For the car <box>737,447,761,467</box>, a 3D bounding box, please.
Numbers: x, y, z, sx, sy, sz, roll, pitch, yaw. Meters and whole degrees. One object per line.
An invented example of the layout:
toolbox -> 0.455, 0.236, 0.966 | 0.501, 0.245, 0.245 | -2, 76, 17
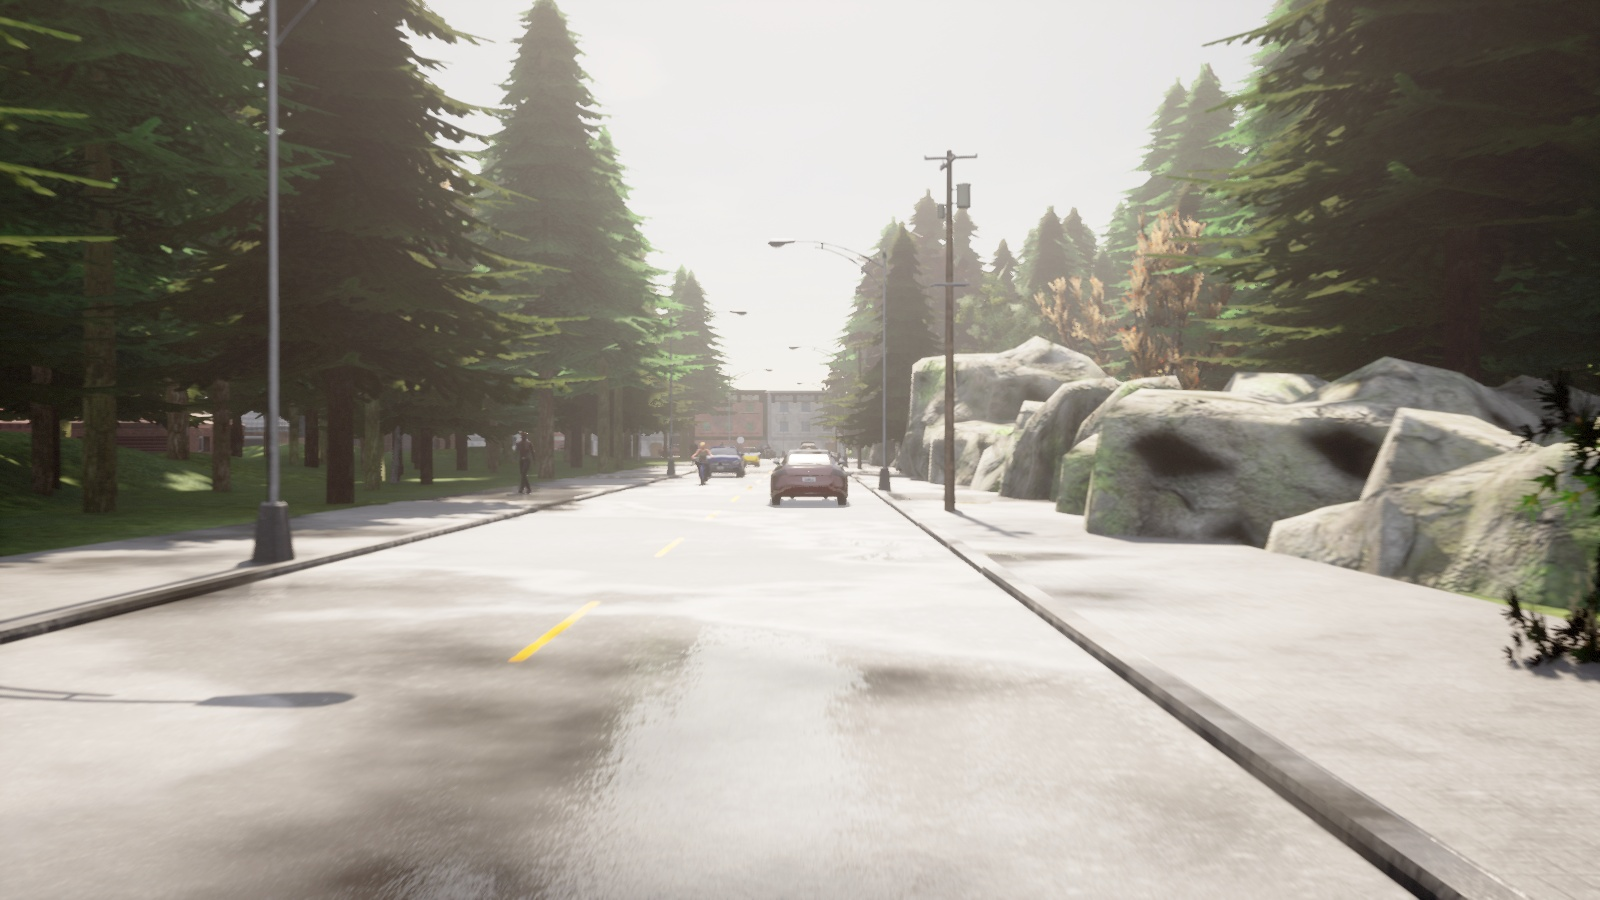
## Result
car -> -3.400, 0.474, 84.288 | 1.481, 1.376, 2.207 | 0, 0, 0

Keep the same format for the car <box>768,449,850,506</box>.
car -> 0.238, 0.684, 32.930 | 1.994, 1.385, 4.181 | 0, 0, 0

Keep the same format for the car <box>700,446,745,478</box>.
car -> -3.581, 0.544, 58.675 | 1.812, 1.442, 4.674 | 0, 0, 0

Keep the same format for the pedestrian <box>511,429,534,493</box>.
pedestrian -> -7.878, 0.313, 35.653 | 0.328, 1.805, 0.869 | 0, 0, 10
